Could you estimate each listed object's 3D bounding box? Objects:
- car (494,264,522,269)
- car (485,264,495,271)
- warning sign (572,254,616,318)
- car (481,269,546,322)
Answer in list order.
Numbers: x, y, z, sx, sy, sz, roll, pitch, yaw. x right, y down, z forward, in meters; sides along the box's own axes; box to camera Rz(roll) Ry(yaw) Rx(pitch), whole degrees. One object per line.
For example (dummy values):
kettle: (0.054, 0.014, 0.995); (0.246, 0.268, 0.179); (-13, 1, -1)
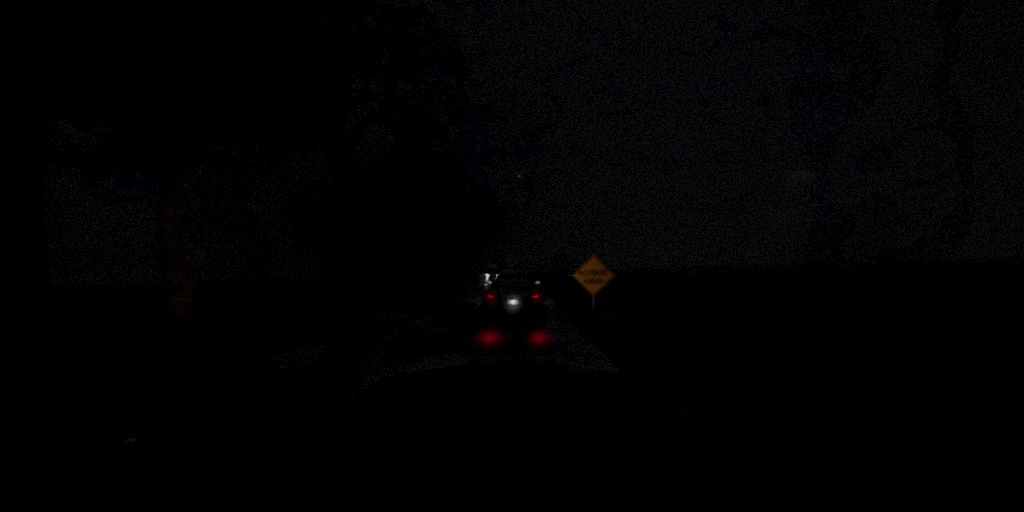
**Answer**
car: (0.060, 1.411, 25.294); (2.033, 1.411, 5.357); (0, -1, 1)
car: (-2.789, 1.890, 52.843); (1.812, 1.442, 4.674); (0, -2, 0)
warning sign: (2.455, 0.858, 10.775); (1.300, 1.860, 1.060); (0, 0, 0)
car: (0.066, 1.312, 12.270); (1.994, 1.385, 4.181); (0, 0, 1)
